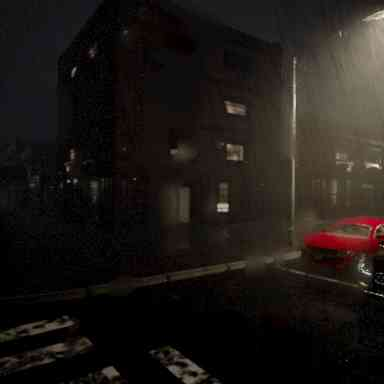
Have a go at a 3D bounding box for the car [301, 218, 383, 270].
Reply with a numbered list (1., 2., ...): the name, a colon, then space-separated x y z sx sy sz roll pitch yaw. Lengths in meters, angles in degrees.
1. car: 5.275 1.530 10.373 4.507 1.381 1.887 0 1 -35

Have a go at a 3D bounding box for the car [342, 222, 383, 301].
1. car: 5.594 1.492 7.334 4.892 1.490 1.837 0 0 -35
